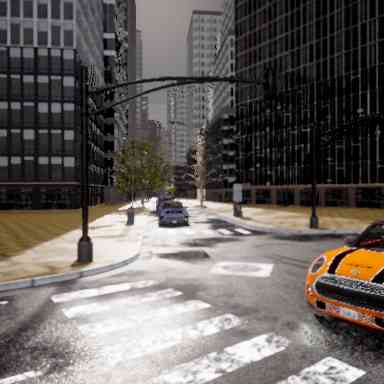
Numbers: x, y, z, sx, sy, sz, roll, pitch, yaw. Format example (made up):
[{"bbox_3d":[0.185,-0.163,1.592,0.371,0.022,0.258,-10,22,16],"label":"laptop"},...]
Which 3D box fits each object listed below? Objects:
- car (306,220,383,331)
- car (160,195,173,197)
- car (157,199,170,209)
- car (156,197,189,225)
[{"bbox_3d":[4.332,1.347,6.637,4.553,1.767,2.097,0,0,-36],"label":"car"},{"bbox_3d":[-2.792,1.465,37.223,2.150,2.045,5.566,0,-1,-7],"label":"car"},{"bbox_3d":[-4.720,1.927,55.040,2.033,1.411,5.357,0,0,-6],"label":"car"},{"bbox_3d":[-1.469,1.507,25.316,2.097,1.767,4.553,0,0,-7],"label":"car"}]
